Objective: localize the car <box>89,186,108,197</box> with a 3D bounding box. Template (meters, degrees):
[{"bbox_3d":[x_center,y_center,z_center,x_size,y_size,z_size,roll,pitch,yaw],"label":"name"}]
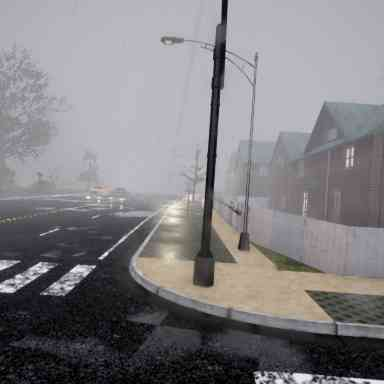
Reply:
[{"bbox_3d":[-13.964,-0.179,50.058,1.882,1.535,5.008,4,1,1],"label":"car"}]

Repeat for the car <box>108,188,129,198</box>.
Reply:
[{"bbox_3d":[-10.726,0.090,49.963,1.812,1.442,4.674,4,1,1],"label":"car"}]
